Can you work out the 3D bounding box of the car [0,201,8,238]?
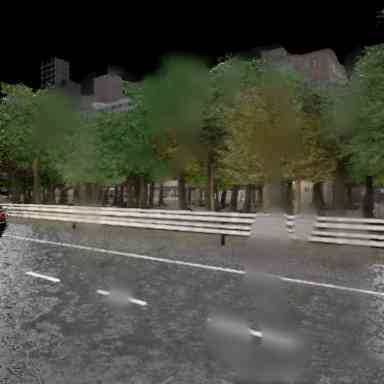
[{"bbox_3d":[-11.129,1.223,16.116,5.566,2.045,2.150,0,0,36],"label":"car"}]
